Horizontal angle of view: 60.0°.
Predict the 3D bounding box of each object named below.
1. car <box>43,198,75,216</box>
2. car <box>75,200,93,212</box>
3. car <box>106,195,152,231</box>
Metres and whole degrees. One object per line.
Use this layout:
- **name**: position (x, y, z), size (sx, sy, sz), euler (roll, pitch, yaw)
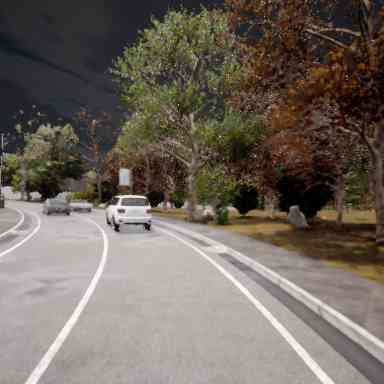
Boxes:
- **car**: position (-12.167, 1.306, 29.813), size (1.837, 1.490, 4.892), euler (3, -1, -30)
- **car**: position (-12.643, 1.482, 36.698), size (1.895, 1.301, 4.718), euler (4, -1, -36)
- **car**: position (-4.065, 1.233, 20.999), size (2.150, 2.045, 5.566), euler (2, -1, -21)
